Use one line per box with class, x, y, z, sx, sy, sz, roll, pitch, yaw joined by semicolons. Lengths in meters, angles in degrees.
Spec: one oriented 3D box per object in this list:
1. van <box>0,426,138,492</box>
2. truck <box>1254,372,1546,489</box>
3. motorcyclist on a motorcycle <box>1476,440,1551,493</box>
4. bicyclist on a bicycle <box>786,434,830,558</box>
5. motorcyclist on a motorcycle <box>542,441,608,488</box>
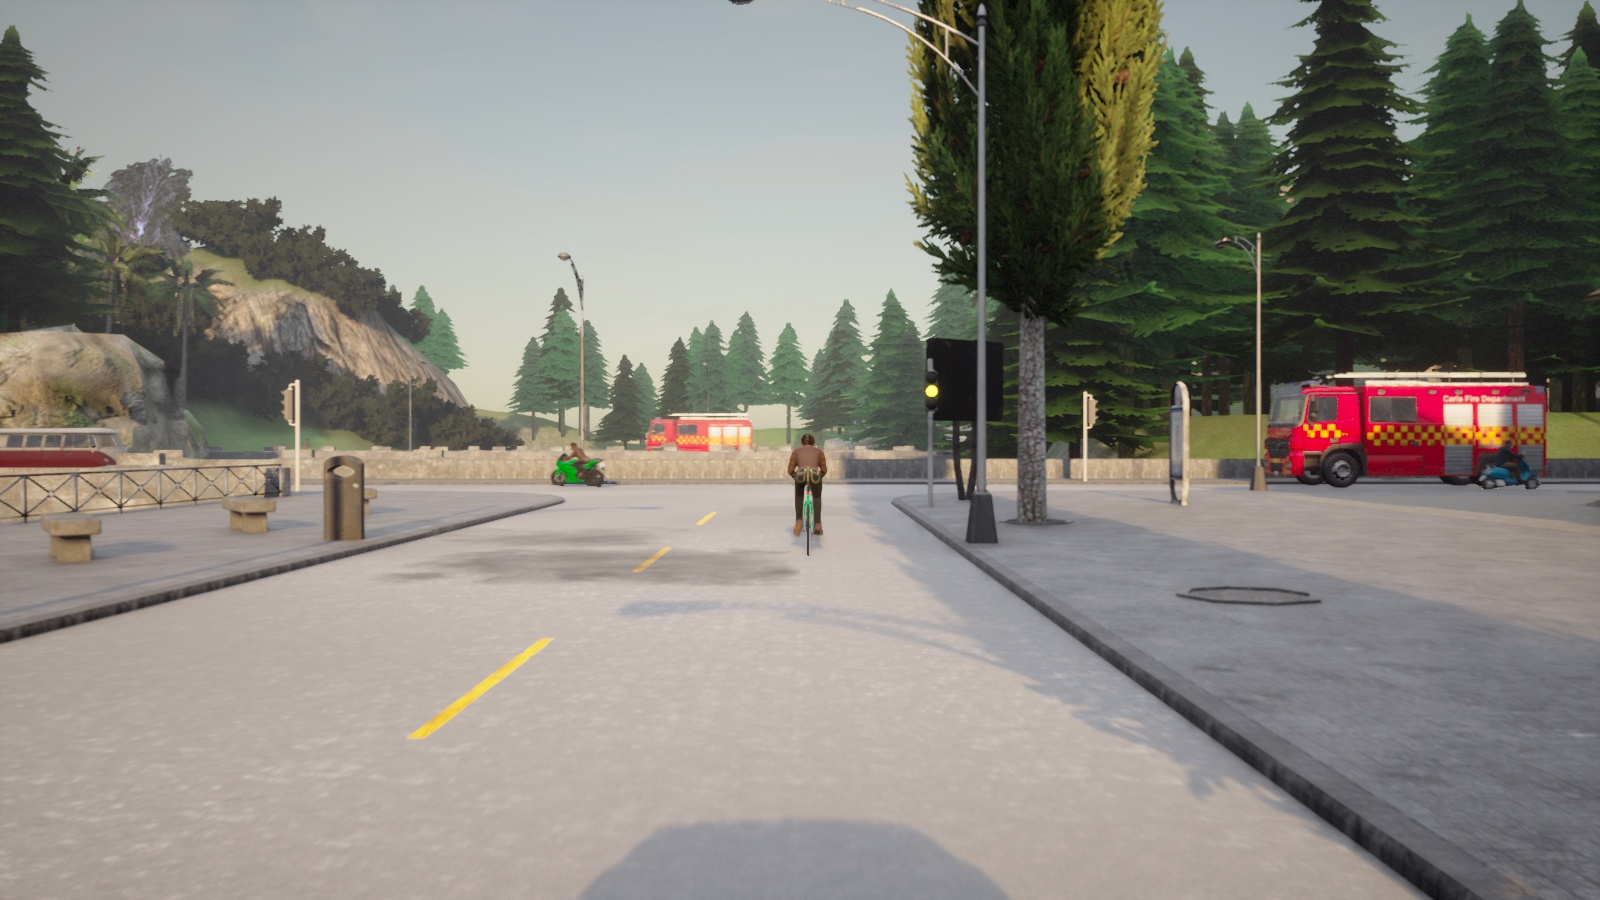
van;-23.112;0.262;38.766;4.442;1.987;1.775;0;0;0
truck;20.139;-0.641;42.498;8.468;3.827;2.891;0;0;0
motorcyclist on a motorcycle;21.857;0.501;38.493;1.817;1.590;0.866;0;0;0
bicyclist on a bicycle;0.110;0.602;17.221;0.582;1.620;1.656;0;0;0
motorcyclist on a motorcycle;-7.528;0.486;41.983;2.044;1.523;0.797;0;2;20
